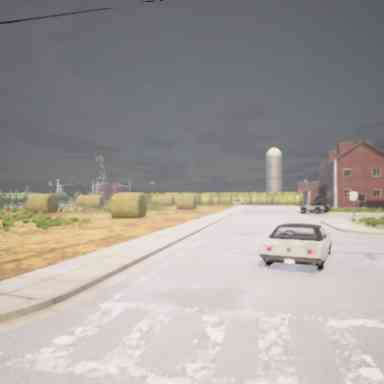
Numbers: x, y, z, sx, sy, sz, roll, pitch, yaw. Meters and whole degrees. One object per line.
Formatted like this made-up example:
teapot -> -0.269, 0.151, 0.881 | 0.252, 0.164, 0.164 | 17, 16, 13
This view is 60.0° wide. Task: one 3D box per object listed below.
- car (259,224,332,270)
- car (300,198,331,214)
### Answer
car -> 3.880, 1.782, 11.870 | 1.895, 1.301, 4.718 | -1, -1, 26
car -> 15.910, 1.818, 42.949 | 1.905, 1.878, 3.866 | -6, 0, -30
